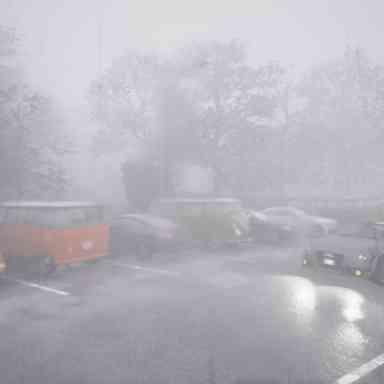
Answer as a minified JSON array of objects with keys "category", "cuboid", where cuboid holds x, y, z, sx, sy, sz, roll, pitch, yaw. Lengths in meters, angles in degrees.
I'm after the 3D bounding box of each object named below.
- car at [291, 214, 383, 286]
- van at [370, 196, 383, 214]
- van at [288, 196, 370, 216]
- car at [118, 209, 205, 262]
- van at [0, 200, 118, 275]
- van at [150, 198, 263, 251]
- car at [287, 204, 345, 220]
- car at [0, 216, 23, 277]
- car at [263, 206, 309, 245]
[{"category":"car","cuboid":[5.022,1.545,9.407,4.181,1.385,1.994,0,0,-35]},{"category":"van","cuboid":[9.932,1.235,20.521,4.442,1.987,1.878,-1,-1,35]},{"category":"van","cuboid":[7.336,1.238,18.937,4.442,1.987,1.878,-1,-1,35]},{"category":"car","cuboid":[-2.152,1.513,12.029,4.674,1.452,2.002,-1,0,35]},{"category":"van","cuboid":[-4.648,1.256,10.391,4.442,1.987,1.878,-1,0,34]},{"category":"van","cuboid":[0.343,1.242,13.685,4.442,1.987,1.878,-1,-1,34]},{"category":"car","cuboid":[5.040,1.502,17.169,4.674,1.452,2.002,-1,-1,34]},{"category":"car","cuboid":[-6.791,1.482,8.512,5.366,1.575,1.946,-1,-1,35]},{"category":"car","cuboid":[2.643,1.505,15.457,4.674,1.452,2.002,-1,-1,35]}]
